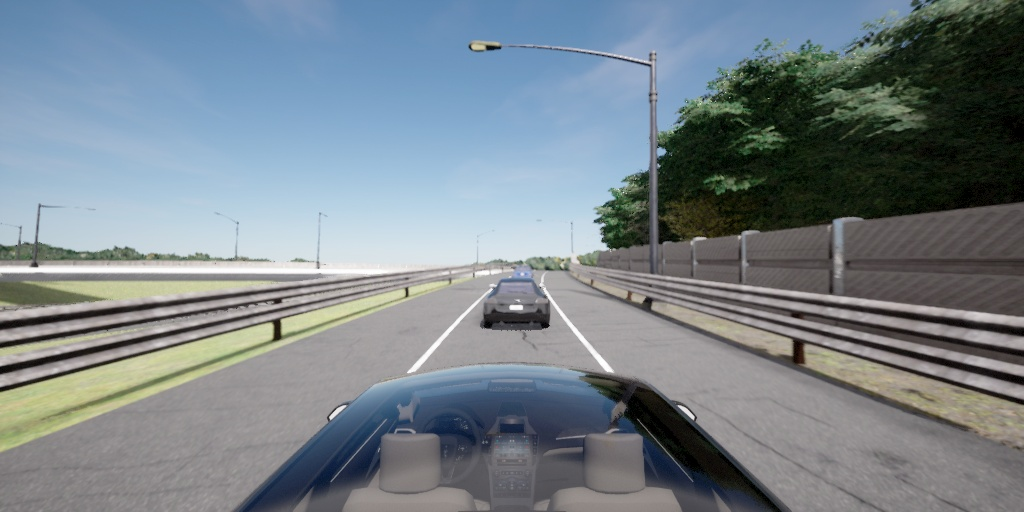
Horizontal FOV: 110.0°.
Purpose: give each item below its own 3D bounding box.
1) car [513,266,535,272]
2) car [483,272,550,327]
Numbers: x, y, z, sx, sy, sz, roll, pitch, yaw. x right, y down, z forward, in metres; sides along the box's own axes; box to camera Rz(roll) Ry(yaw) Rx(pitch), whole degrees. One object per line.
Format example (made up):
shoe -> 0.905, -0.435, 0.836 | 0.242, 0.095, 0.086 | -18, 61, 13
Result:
car -> 1.024, 1.551, 31.184 | 2.033, 1.411, 5.357 | 0, -1, 4
car -> 0.158, 1.404, 11.904 | 1.994, 1.385, 4.181 | 0, 0, 1
